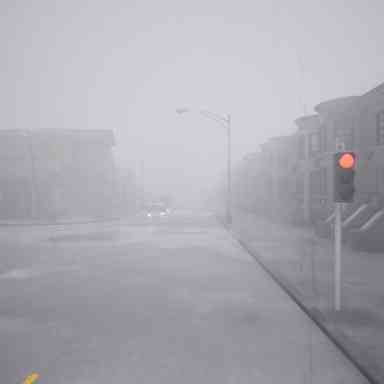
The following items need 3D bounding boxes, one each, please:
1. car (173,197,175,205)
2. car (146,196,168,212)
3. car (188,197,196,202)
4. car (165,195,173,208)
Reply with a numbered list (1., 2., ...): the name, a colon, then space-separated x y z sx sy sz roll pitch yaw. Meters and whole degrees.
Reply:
1. car: -4.127 1.352 58.392 2.097 1.767 4.553 0 0 0
2. car: -4.147 1.526 39.413 1.812 1.442 4.674 0 0 -1
3. car: -0.064 1.754 74.067 2.033 1.411 5.357 0 0 0
4. car: -4.146 1.505 48.599 1.837 1.490 4.892 0 0 0
